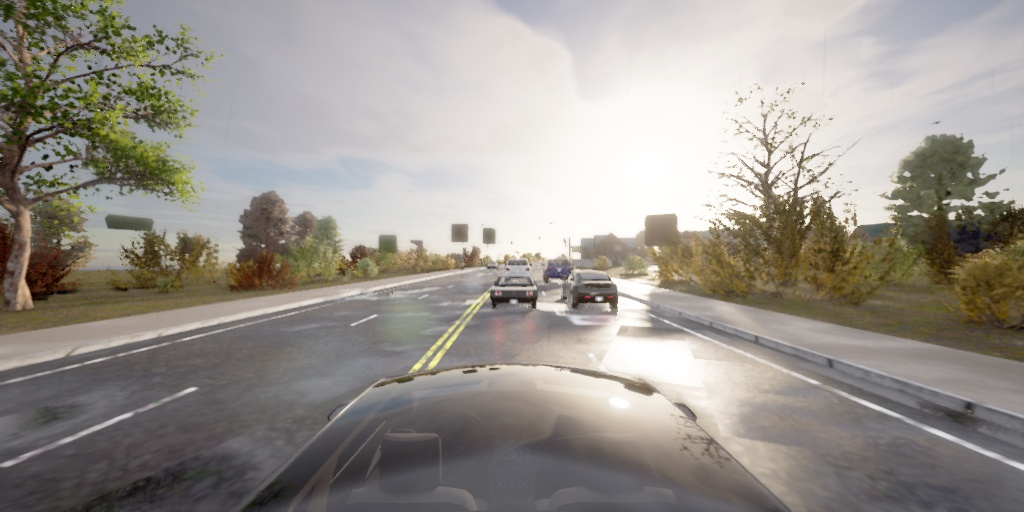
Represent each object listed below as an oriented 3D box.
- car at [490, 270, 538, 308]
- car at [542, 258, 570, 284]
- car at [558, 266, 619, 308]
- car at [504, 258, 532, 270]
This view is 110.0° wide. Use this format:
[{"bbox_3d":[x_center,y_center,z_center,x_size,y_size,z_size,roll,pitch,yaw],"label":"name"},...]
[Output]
[{"bbox_3d":[0.115,1.483,15.934,1.895,1.301,4.718,0,0,1],"label":"car"},{"bbox_3d":[3.790,1.224,30.672,2.150,2.045,5.566,0,0,2],"label":"car"},{"bbox_3d":[3.372,1.390,16.062,1.837,1.490,4.892,0,0,1],"label":"car"},{"bbox_3d":[0.542,1.229,30.794,2.150,2.045,5.566,0,0,2],"label":"car"}]
